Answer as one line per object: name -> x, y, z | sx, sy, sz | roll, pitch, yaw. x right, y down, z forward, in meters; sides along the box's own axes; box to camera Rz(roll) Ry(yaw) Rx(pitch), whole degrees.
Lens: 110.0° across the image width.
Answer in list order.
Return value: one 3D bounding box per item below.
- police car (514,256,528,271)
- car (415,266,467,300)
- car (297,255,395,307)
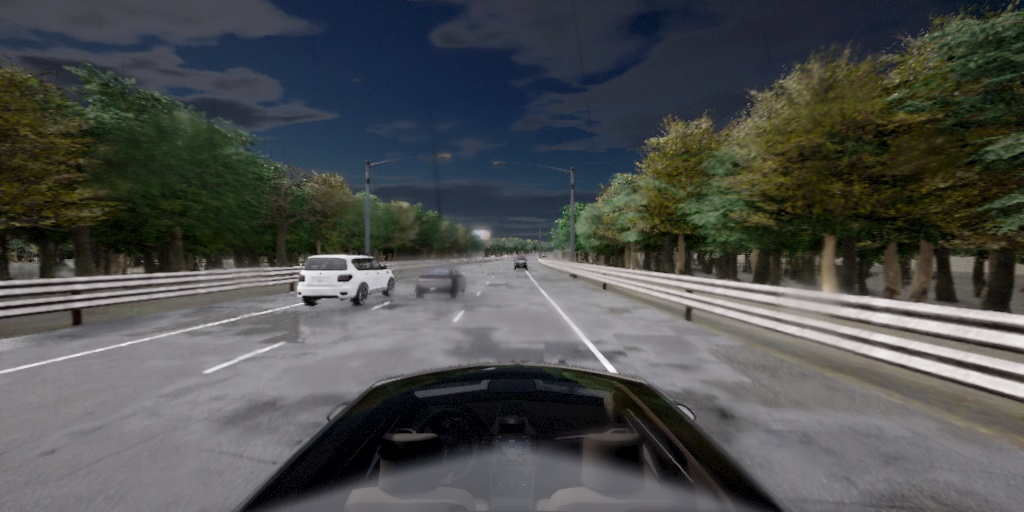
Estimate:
police car -> 1.250, 1.165, 50.356 | 1.930, 1.638, 5.238 | 0, 0, 1
car -> -3.405, 1.237, 17.865 | 2.128, 1.511, 4.902 | 0, 0, 0
car -> -6.905, 0.968, 15.595 | 2.150, 2.045, 5.566 | 0, 0, 0
